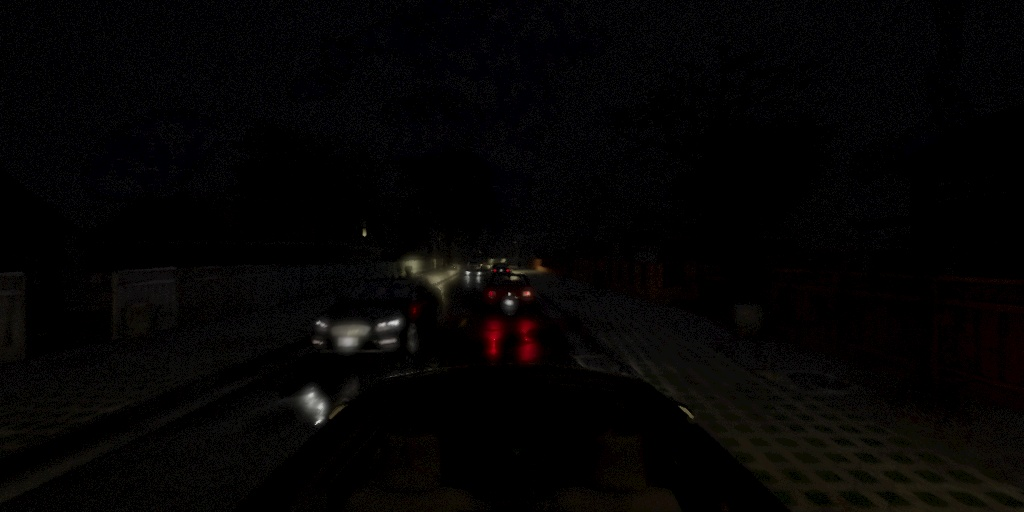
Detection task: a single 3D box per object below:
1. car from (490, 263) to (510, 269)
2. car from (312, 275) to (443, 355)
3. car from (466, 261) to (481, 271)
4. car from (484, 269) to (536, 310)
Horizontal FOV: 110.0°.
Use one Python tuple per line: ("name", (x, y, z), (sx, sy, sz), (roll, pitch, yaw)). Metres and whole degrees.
("car", (-1.148, 1.373, 35.138), (2.033, 1.411, 5.357), (0, 0, -4))
("car", (-2.943, 1.258, 8.796), (2.128, 1.511, 4.902), (0, 0, -1))
("car", (-5.506, 1.453, 51.981), (1.812, 1.442, 4.674), (0, 0, -6))
("car", (-0.134, 1.377, 14.877), (1.895, 1.301, 4.718), (0, 0, -2))
